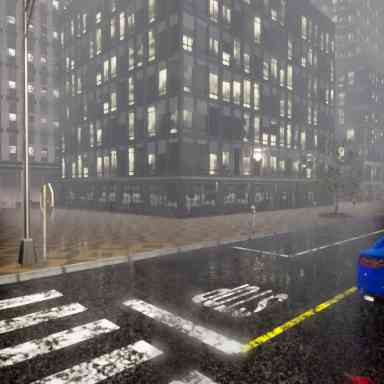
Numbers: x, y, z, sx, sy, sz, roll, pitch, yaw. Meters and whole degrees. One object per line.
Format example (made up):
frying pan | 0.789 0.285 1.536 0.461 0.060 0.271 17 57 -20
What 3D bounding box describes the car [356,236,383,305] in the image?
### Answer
car | 5.190 1.388 6.973 5.008 1.535 1.882 -1 1 -44
